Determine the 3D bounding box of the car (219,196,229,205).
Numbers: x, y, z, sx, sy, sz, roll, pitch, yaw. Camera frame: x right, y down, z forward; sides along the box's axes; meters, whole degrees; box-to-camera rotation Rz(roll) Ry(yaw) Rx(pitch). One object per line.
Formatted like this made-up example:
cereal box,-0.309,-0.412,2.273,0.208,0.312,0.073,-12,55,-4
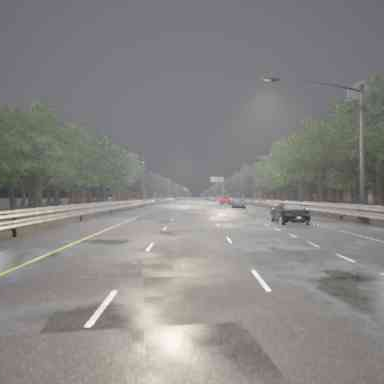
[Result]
car,7.315,1.891,74.861,2.150,2.045,5.566,0,-1,0

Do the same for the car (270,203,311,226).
car,7.036,1.575,24.297,1.882,1.535,5.008,0,-1,0

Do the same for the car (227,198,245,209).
car,7.158,1.935,52.614,1.994,1.385,4.181,0,-1,0
